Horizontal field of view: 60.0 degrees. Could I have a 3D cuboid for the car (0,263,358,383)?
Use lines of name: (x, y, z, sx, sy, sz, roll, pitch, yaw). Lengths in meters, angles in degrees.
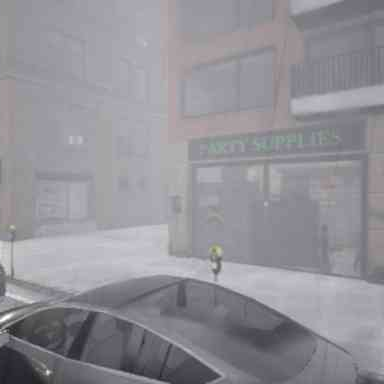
car: (-0.686, 1.551, 3.321, 4.313, 1.339, 1.947, 0, 0, 35)
